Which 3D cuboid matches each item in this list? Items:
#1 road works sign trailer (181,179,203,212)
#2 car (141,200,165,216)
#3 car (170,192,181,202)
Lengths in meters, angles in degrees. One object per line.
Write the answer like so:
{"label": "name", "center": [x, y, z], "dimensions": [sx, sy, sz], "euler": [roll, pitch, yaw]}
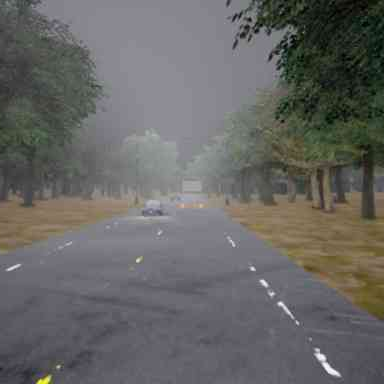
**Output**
{"label": "road works sign trailer", "center": [-0.004, 0.384, 37.499], "dimensions": [2.380, 3.560, 2.880], "euler": [0, 0, 0]}
{"label": "car", "center": [-3.585, 1.456, 31.377], "dimensions": [1.812, 1.442, 4.674], "euler": [0, 0, 0]}
{"label": "car", "center": [-3.478, 1.071, 72.021], "dimensions": [2.150, 2.045, 5.566], "euler": [0, 0, 0]}
